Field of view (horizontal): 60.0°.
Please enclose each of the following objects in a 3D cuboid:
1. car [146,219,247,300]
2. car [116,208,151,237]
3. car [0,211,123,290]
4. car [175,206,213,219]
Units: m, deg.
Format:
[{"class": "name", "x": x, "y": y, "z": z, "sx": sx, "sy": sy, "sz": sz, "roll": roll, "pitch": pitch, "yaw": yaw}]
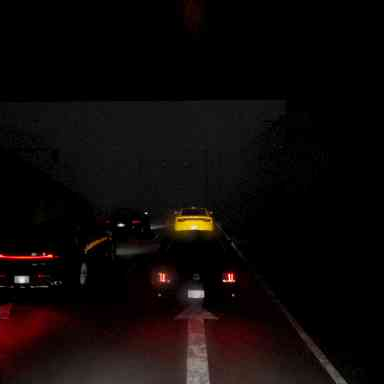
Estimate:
[{"class": "car", "x": 0.087, "y": 1.601, "z": 8.366, "sx": 1.895, "sy": 1.301, "sz": 4.718, "roll": 0, "pitch": 0, "yaw": 0}, {"class": "car", "x": -3.410, "y": 1.564, "z": 17.987, "sx": 1.994, "sy": 1.385, "sz": 4.181, "roll": 0, "pitch": 0, "yaw": 0}, {"class": "car", "x": -3.412, "y": 1.505, "z": 9.087, "sx": 1.837, "sy": 1.490, "sz": 4.892, "roll": 0, "pitch": 0, "yaw": 0}, {"class": "car", "x": 0.090, "y": 1.478, "z": 17.709, "sx": 1.882, "sy": 1.535, "sz": 5.008, "roll": 0, "pitch": 0, "yaw": 0}]
